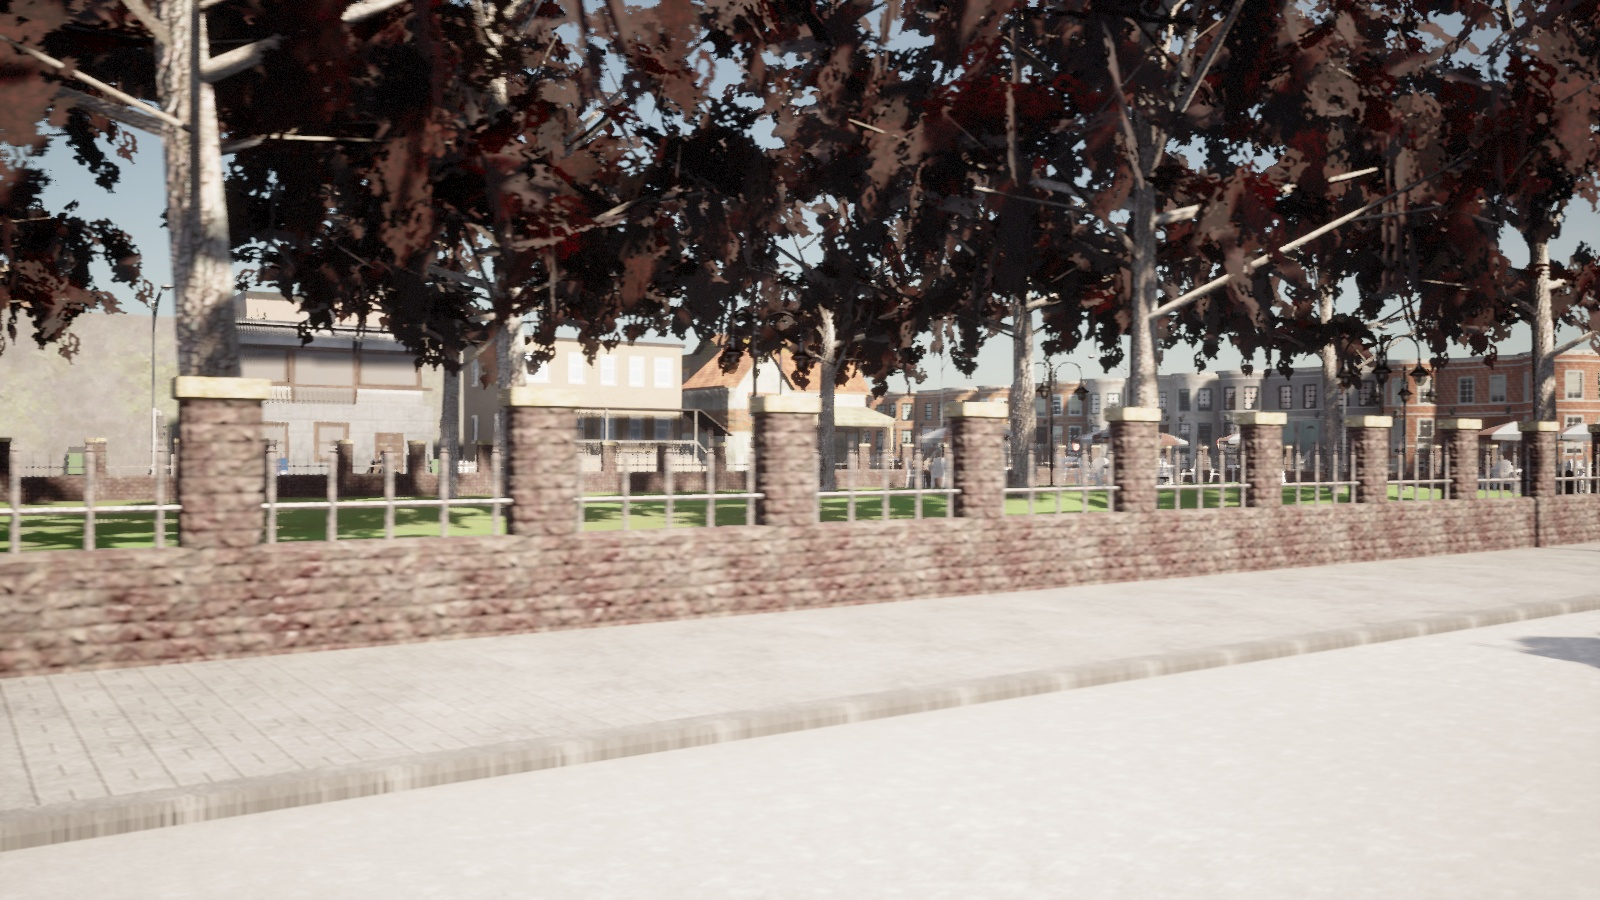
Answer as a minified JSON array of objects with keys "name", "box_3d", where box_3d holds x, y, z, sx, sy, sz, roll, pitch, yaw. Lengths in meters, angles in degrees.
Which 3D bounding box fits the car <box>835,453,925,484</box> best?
[{"name":"car","box_3d":[3.979,0.903,62.219,4.193,1.474,1.816,0,0,-35]}]

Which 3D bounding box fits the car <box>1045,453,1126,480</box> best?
[{"name":"car","box_3d":[16.070,0.910,70.681,4.674,1.442,1.812,0,0,-36]}]

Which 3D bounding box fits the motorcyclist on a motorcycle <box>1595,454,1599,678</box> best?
[{"name":"motorcyclist on a motorcycle","box_3d":[6.590,0.788,8.862,2.191,1.530,0.866,0,0,-35]}]
